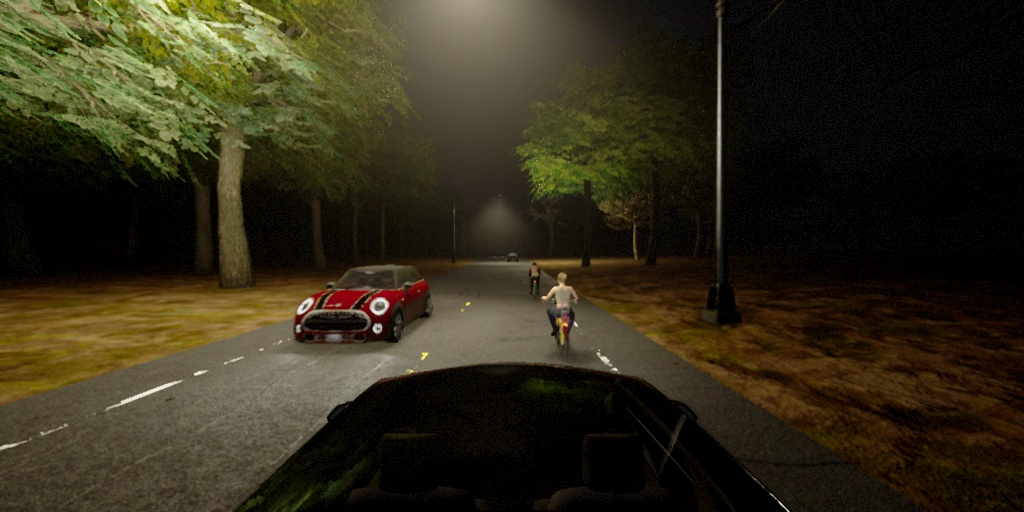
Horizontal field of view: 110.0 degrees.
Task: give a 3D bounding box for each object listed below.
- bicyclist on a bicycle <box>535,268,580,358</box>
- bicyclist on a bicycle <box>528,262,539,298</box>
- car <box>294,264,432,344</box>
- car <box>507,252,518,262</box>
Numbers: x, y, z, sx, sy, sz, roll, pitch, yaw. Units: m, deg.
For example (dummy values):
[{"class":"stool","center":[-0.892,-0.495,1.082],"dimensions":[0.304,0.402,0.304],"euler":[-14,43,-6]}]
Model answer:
[{"class":"bicyclist on a bicycle","center":[1.012,1.145,7.358],"dimensions":[0.866,1.612,1.509],"euler":[0,0,-1]},{"class":"bicyclist on a bicycle","center":[0.978,1.087,15.387],"dimensions":[0.582,1.620,1.656],"euler":[0,0,0]},{"class":"car","center":[-3.593,1.043,9.478],"dimensions":[2.097,1.767,4.553],"euler":[0,0,0]},{"class":"car","center":[0.157,0.283,62.654],"dimensions":[2.128,1.511,4.902],"euler":[0,1,0]}]
